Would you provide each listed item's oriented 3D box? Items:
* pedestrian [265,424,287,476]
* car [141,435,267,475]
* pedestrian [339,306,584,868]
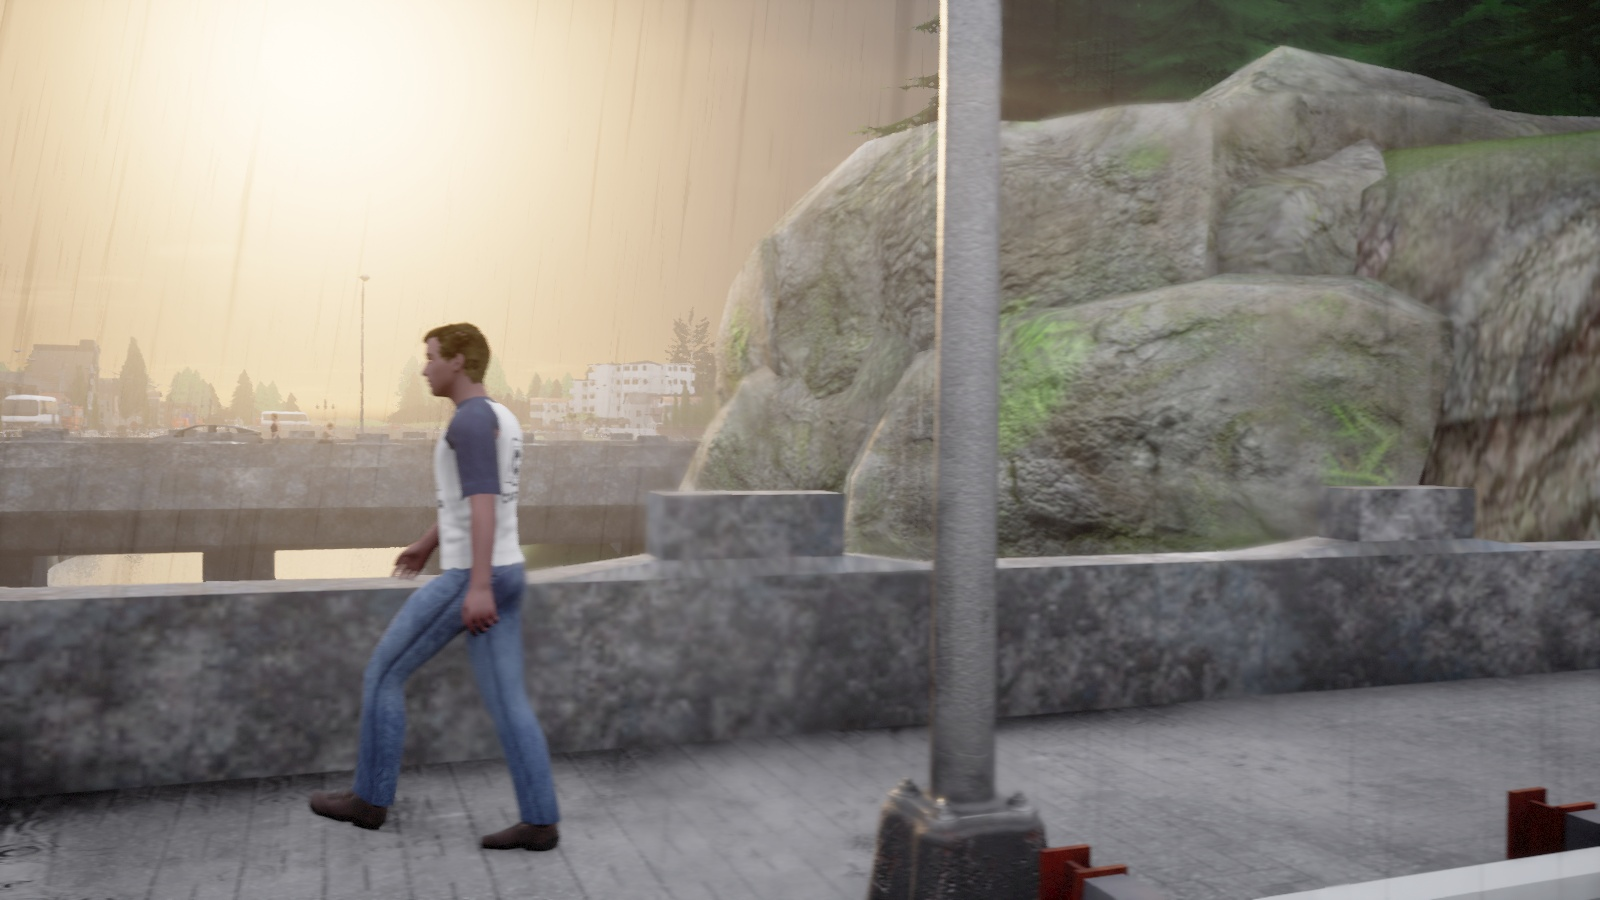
[{"bbox_3d":[-18.594,-0.016,44.560,0.594,1.836,0.345,-1,1,-37],"label":"pedestrian"},{"bbox_3d":[-24.458,0.168,51.723,4.514,1.525,2.007,-1,1,-21],"label":"car"},{"bbox_3d":[-1.139,0.450,4.286,0.706,1.836,0.354,-1,1,2],"label":"pedestrian"}]
